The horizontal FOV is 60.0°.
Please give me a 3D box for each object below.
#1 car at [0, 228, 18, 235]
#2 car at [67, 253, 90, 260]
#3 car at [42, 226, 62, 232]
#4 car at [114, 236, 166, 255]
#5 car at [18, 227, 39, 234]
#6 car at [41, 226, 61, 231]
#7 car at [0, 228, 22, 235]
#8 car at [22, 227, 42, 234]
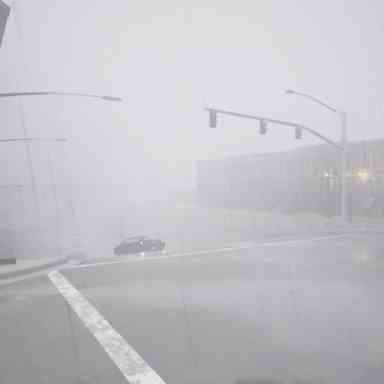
[{"bbox_3d":[-43.870,9.295,78.696,4.536,1.218,1.853,0,0,11],"label":"car"},{"bbox_3d":[-12.467,7.357,35.961,1.882,1.535,5.008,0,-13,-33],"label":"car"},{"bbox_3d":[-35.842,9.452,84.728,4.974,1.542,2.038,0,0,-4],"label":"car"},{"bbox_3d":[-3.556,3.611,22.119,1.895,1.301,4.718,-1,-12,-33],"label":"car"},{"bbox_3d":[-39.922,9.295,81.224,1.853,1.218,4.536,0,0,21],"label":"car"},{"bbox_3d":[-35.894,9.294,84.724,4.536,1.218,1.853,0,0,-4],"label":"car"},{"bbox_3d":[-43.819,9.452,78.687,4.974,1.542,2.038,0,0,11],"label":"car"},{"bbox_3d":[-39.941,9.452,81.175,2.038,1.542,4.974,0,0,21],"label":"car"}]
